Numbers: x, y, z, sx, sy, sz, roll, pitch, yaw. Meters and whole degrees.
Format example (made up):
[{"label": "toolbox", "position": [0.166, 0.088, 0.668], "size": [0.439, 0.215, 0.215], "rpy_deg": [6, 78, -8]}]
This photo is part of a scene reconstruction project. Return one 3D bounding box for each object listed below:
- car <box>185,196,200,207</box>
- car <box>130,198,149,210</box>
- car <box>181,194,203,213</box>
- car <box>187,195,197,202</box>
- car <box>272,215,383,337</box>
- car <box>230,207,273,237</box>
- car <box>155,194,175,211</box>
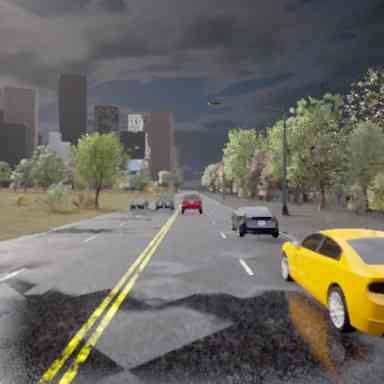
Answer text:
[{"label": "car", "position": [0.072, 1.436, 51.842], "size": [2.128, 1.511, 4.902], "rpy_deg": [0, 0, 0]}, {"label": "car", "position": [-6.517, 1.491, 41.624], "size": [1.882, 1.535, 5.008], "rpy_deg": [0, 0, 0]}, {"label": "car", "position": [-0.016, 1.195, 36.209], "size": [2.150, 2.045, 5.566], "rpy_deg": [0, 0, 0]}, {"label": "car", "position": [-0.031, 1.412, 73.710], "size": [2.128, 1.511, 4.902], "rpy_deg": [0, 0, 0]}, {"label": "car", "position": [3.248, 1.472, 6.786], "size": [1.882, 1.535, 5.008], "rpy_deg": [0, 0, 0]}, {"label": "car", "position": [3.244, 1.498, 17.819], "size": [2.163, 1.488, 4.792], "rpy_deg": [0, 0, 0]}, {"label": "car", "position": [-3.267, 1.296, 41.597], "size": [2.150, 2.045, 5.566], "rpy_deg": [0, 0, 0]}]
